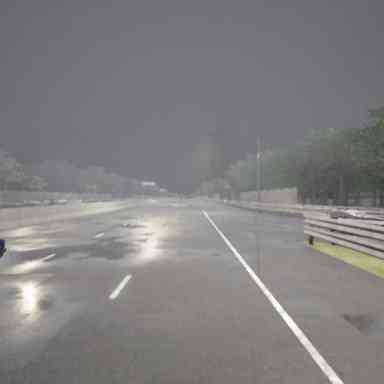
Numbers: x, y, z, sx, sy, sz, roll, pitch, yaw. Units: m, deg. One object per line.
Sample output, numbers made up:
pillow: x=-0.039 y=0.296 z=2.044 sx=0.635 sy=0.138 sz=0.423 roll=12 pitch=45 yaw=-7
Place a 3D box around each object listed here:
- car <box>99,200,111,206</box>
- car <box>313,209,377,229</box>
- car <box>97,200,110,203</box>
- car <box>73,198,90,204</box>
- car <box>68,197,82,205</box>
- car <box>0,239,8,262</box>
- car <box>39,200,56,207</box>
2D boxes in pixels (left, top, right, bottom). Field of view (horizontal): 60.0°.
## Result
car: x=-21.138 y=2.573 z=80.931 sx=1.812 sy=1.442 sz=4.674 roll=0 pitch=-1 yaw=0
car: x=10.111 y=1.883 z=22.260 sx=1.812 sy=1.442 sz=4.674 roll=1 pitch=0 yaw=-24
car: x=-17.574 y=2.380 z=65.145 sx=2.033 sy=1.411 sz=5.357 roll=0 pitch=-1 yaw=0
car: x=-21.073 y=2.433 z=65.083 sx=1.895 sy=1.301 sz=4.718 roll=0 pitch=-1 yaw=0
car: x=-28.136 y=2.269 z=80.558 sx=2.150 sy=2.045 sz=5.566 roll=0 pitch=-1 yaw=0
car: x=-6.916 y=1.700 z=8.692 sx=1.895 sy=1.301 sz=4.718 roll=0 pitch=-1 yaw=0
car: x=-28.071 y=2.358 z=64.751 sx=1.812 sy=1.442 sz=4.674 roll=0 pitch=-1 yaw=0
